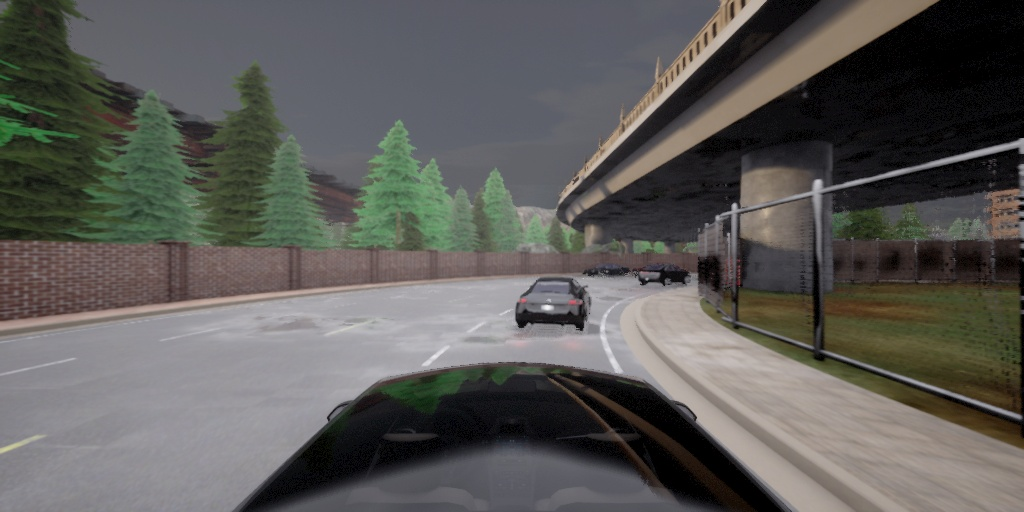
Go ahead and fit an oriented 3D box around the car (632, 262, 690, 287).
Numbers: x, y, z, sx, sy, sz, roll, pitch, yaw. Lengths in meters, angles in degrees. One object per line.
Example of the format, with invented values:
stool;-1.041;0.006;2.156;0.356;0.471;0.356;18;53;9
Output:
car;10.860;1.346;25.437;4.902;1.511;2.128;0;-1;-40

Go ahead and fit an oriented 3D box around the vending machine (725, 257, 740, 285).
vending machine;14.946;1.044;23.974;0.880;2.100;1.100;0;0;-33

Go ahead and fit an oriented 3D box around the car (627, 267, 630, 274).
car;14.356;1.378;35.775;5.008;1.535;1.882;0;-1;-22

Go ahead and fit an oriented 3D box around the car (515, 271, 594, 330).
car;1.455;1.356;11.496;1.994;1.385;4.181;0;0;15

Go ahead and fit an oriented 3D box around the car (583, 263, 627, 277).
car;9.918;1.455;37.601;5.357;1.411;2.033;0;0;-29
